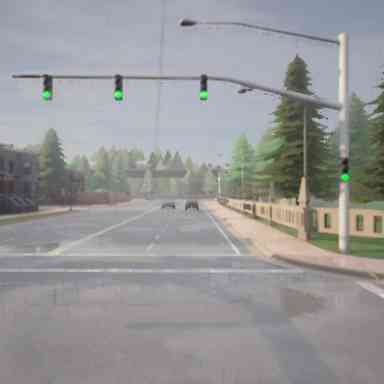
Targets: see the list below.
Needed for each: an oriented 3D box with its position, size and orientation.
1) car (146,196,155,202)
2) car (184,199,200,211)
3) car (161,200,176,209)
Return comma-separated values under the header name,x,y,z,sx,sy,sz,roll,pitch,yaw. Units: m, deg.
name,x,y,z,sx,sy,sz,roll,pitch,yaw
car,-10.494,1.702,85.249,2.033,1.411,5.357,0,0,0
car,0.026,1.694,44.971,1.837,1.490,4.892,0,0,1
car,-3.397,1.804,48.813,1.895,1.301,4.718,0,0,0
